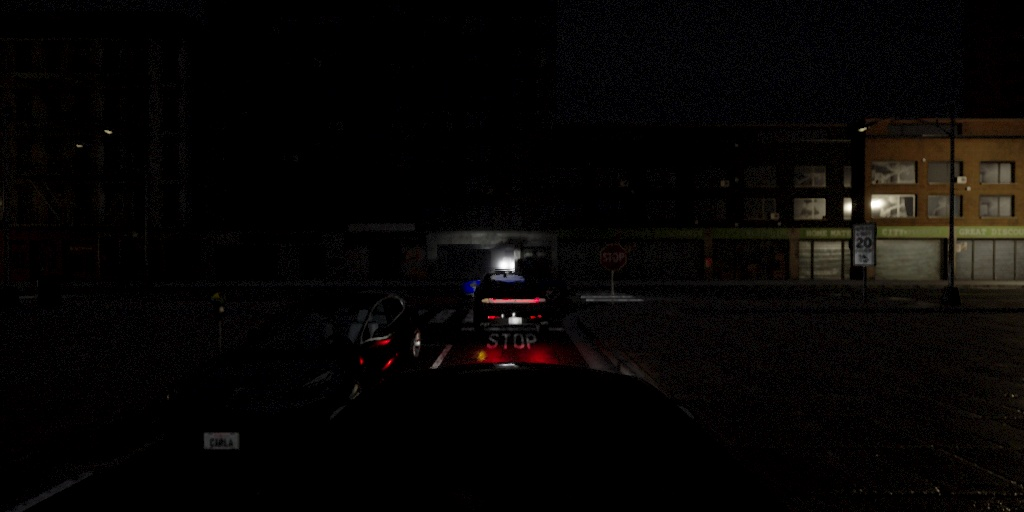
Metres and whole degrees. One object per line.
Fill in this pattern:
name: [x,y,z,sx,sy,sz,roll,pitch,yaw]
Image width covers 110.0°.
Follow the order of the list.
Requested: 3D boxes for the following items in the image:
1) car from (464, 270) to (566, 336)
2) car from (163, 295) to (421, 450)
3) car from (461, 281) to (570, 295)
car: [-0.165,1.198,10.296,2.128,1.511,4.902,0,0,-6]
car: [-2.633,1.297,5.437,1.948,1.339,4.313,0,0,0]
car: [0.178,1.275,16.028,4.718,1.301,1.895,0,0,0]
